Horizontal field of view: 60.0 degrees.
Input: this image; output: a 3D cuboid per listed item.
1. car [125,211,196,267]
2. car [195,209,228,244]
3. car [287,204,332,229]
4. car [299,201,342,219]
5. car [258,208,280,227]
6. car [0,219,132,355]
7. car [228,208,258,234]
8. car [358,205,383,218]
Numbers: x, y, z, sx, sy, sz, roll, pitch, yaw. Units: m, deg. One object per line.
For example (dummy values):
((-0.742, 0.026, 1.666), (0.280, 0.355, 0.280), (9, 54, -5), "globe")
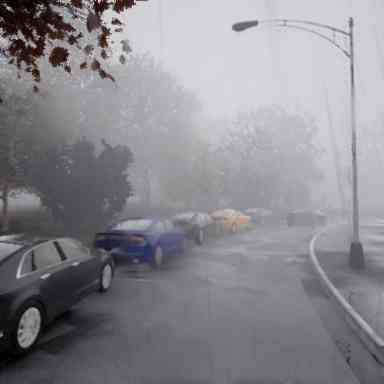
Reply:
((-1.570, 1.607, 11.898), (2.097, 1.535, 5.008), (0, -2, 14), "car")
((0.067, 1.734, 17.334), (2.231, 1.521, 4.892), (-1, -2, 20), "car")
((8.817, 1.901, 25.285), (1.882, 1.535, 5.008), (-2, -3, 35), "car")
((13.310, 1.973, 35.633), (5.566, 2.045, 2.435), (1, -3, -42), "car")
((5.567, 2.035, 27.219), (2.231, 1.521, 4.892), (-2, -3, 37), "car")
((-3.015, 1.516, 6.219), (2.231, 1.521, 4.892), (0, 0, 8), "car")
((2.486, 1.896, 22.377), (2.097, 1.535, 5.008), (-2, -2, 28), "car")
((21.118, 2.191, 37.164), (5.357, 1.411, 2.033), (1, -3, -36), "car")
